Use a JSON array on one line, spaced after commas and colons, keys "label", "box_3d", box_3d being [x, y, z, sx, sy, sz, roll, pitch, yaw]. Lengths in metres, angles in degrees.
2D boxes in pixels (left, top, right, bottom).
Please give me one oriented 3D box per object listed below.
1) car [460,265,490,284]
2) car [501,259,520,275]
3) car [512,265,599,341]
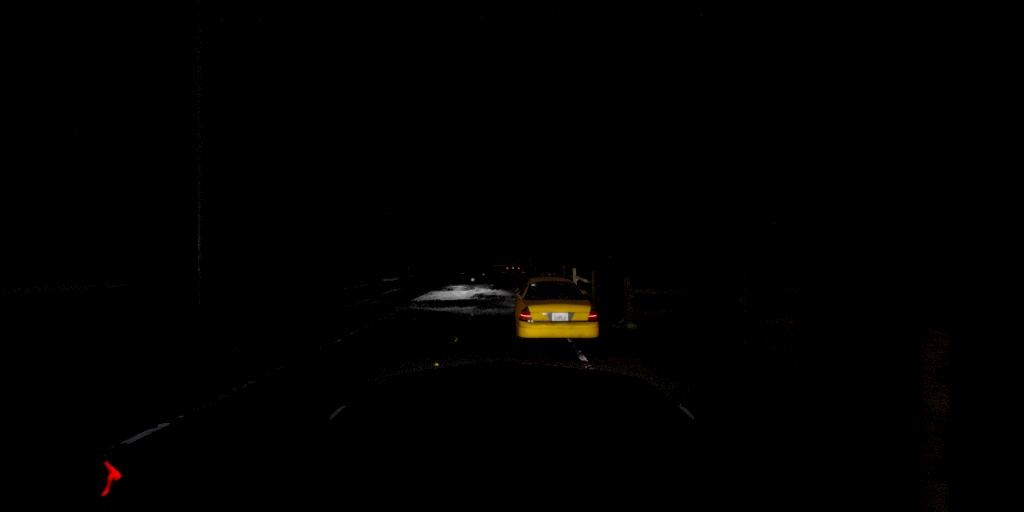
[{"label": "car", "box_3d": [-2.718, 1.350, 27.115, 1.895, 1.301, 4.718, 0, 0, 0]}, {"label": "car", "box_3d": [0.130, 1.302, 39.693, 2.033, 1.411, 5.357, 0, 0, 0]}, {"label": "car", "box_3d": [0.973, 1.204, 9.805, 1.801, 1.575, 5.366, 0, 0, 0]}]
